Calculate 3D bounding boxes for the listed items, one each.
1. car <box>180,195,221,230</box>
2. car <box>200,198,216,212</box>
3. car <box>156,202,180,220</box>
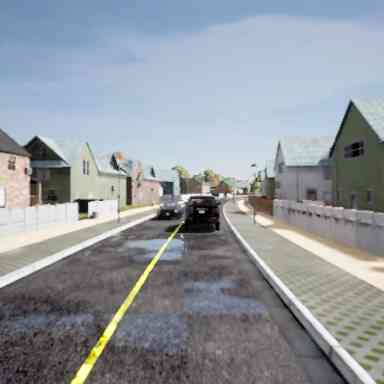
[{"bbox_3d":[0.692,1.227,21.531,2.150,2.045,5.566,0,0,3],"label":"car"},{"bbox_3d":[2.003,1.535,40.058,1.812,1.442,4.674,0,0,5],"label":"car"},{"bbox_3d":[-1.809,1.571,28.222,1.994,1.385,4.181,0,0,4],"label":"car"}]
